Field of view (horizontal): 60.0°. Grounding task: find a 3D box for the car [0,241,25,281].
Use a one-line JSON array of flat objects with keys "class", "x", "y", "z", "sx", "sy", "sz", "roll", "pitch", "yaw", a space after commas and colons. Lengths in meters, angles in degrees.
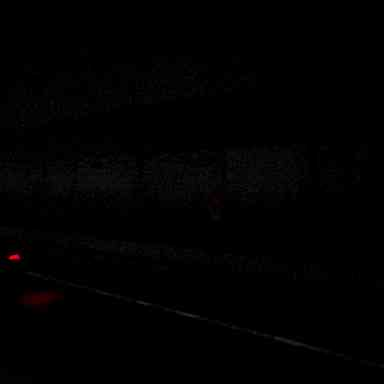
[{"class": "car", "x": -6.471, "y": 1.570, "z": 8.609, "sx": 5.357, "sy": 1.411, "sz": 2.033, "roll": 0, "pitch": 0, "yaw": 35}]
